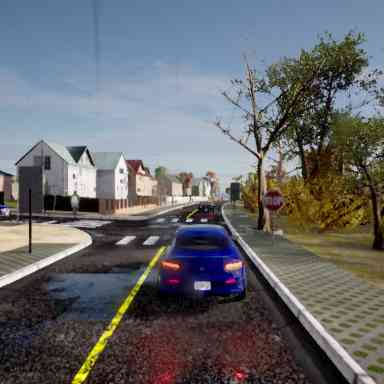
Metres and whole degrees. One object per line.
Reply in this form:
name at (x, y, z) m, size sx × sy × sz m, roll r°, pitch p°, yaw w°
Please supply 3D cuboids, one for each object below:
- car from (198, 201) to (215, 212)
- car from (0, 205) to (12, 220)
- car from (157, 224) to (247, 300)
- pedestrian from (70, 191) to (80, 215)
car at (1.790, 1.682, 39.436) m, size 1.895 × 1.301 × 4.718 m, roll 0°, pitch 0°, yaw 5°
car at (-13.478, 0.939, 20.224) m, size 4.674 × 1.442 × 1.812 m, roll 3°, pitch 0°, yaw 1°
car at (0.225, 1.532, 8.310) m, size 1.812 × 1.442 × 4.674 m, roll 0°, pitch 0°, yaw 1°
pedestrian at (-9.155, 0.799, 25.997) m, size 0.375 × 1.860 × 0.375 m, roll 0°, pitch -3°, yaw 1°
